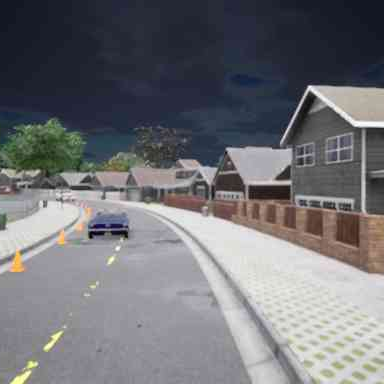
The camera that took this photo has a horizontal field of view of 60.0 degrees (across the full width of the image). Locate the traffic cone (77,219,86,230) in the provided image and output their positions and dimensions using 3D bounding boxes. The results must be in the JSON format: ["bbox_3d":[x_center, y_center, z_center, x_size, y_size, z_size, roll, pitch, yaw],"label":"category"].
[{"bbox_3d":[-6.422,1.868,19.111,0.340,0.580,0.340,0,0,-11],"label":"traffic cone"}]

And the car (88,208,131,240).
[{"bbox_3d":[-4.057,1.526,16.774,1.895,1.301,4.718,0,0,-10],"label":"car"}]

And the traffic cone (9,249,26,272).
[{"bbox_3d":[-4.957,1.929,9.458,0.340,0.580,0.340,0,0,-6],"label":"traffic cone"}]

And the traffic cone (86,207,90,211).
[{"bbox_3d":[-8.785,1.776,28.584,0.340,0.580,0.340,0,1,-17],"label":"traffic cone"}]

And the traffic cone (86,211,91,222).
[{"bbox_3d":[-7.493,1.826,23.875,0.340,0.580,0.340,0,1,-14],"label":"traffic cone"}]

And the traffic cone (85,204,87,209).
[{"bbox_3d":[-10.295,1.719,33.228,0.340,0.580,0.340,0,1,-19],"label":"traffic cone"}]

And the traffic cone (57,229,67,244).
[{"bbox_3d":[-5.577,1.903,14.302,0.340,0.580,0.340,0,0,-9],"label":"traffic cone"}]

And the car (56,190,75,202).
[{"bbox_3d":[-22.808,0.647,59.744,2.150,2.045,5.566,-1,1,-36],"label":"car"}]
